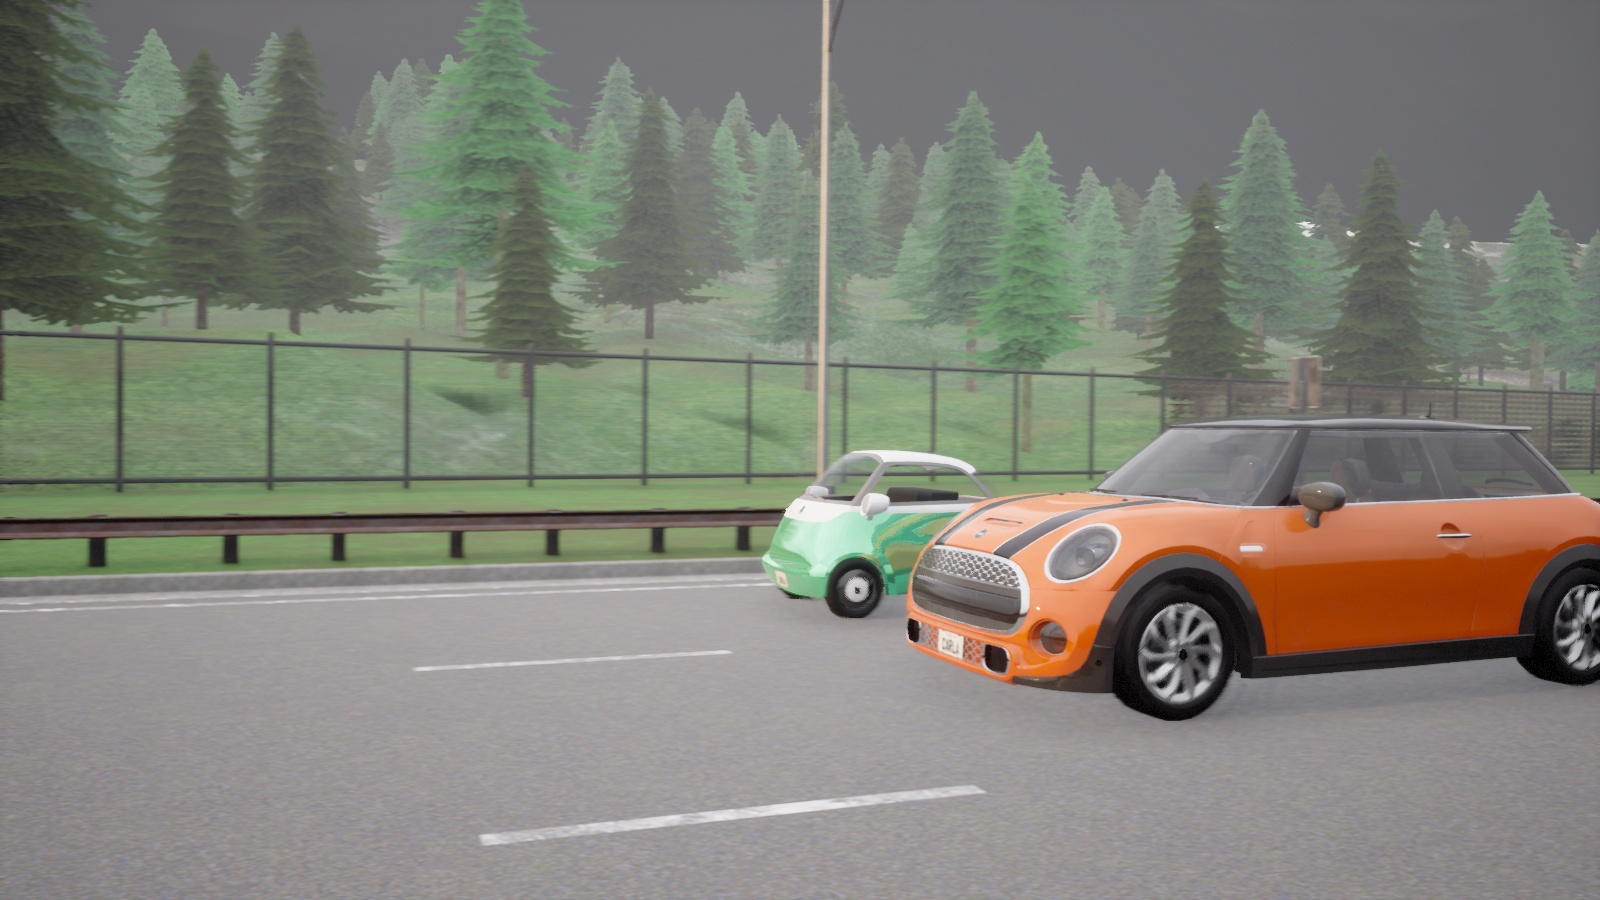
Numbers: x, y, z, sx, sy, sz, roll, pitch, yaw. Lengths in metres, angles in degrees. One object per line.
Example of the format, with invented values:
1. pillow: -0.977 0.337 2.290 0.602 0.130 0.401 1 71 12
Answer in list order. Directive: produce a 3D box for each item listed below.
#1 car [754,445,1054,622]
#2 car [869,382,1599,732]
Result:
1. car: 0.882 0.663 11.062 2.207 1.376 1.481 -1 1 -21
2. car: 2.961 0.492 8.105 4.553 1.767 2.097 -1 1 -21
